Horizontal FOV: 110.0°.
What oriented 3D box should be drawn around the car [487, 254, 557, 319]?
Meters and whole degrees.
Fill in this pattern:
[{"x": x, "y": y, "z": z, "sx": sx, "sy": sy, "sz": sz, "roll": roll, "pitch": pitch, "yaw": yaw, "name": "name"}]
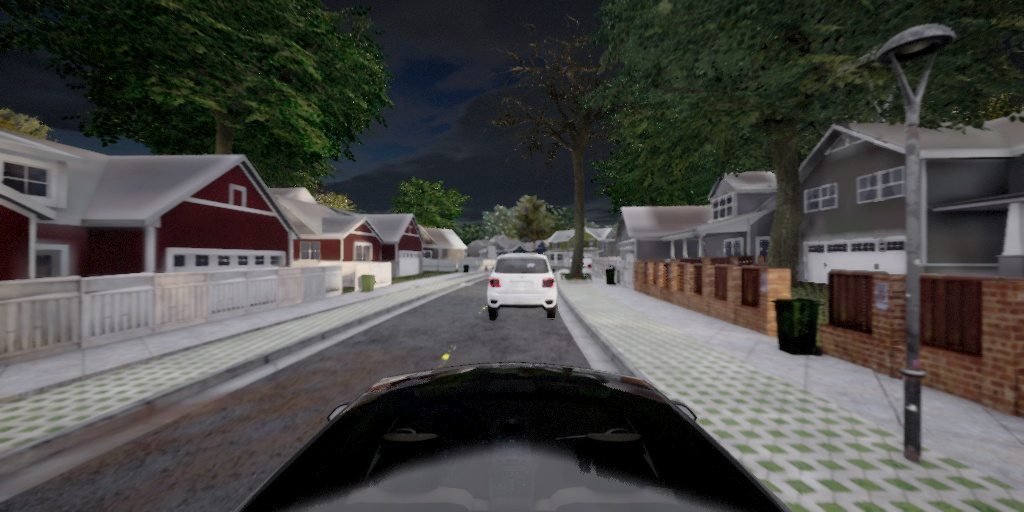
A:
[{"x": 0.406, "y": 0.963, "z": 12.995, "sx": 2.150, "sy": 2.045, "sz": 5.566, "roll": 0, "pitch": -1, "yaw": 3, "name": "car"}]
